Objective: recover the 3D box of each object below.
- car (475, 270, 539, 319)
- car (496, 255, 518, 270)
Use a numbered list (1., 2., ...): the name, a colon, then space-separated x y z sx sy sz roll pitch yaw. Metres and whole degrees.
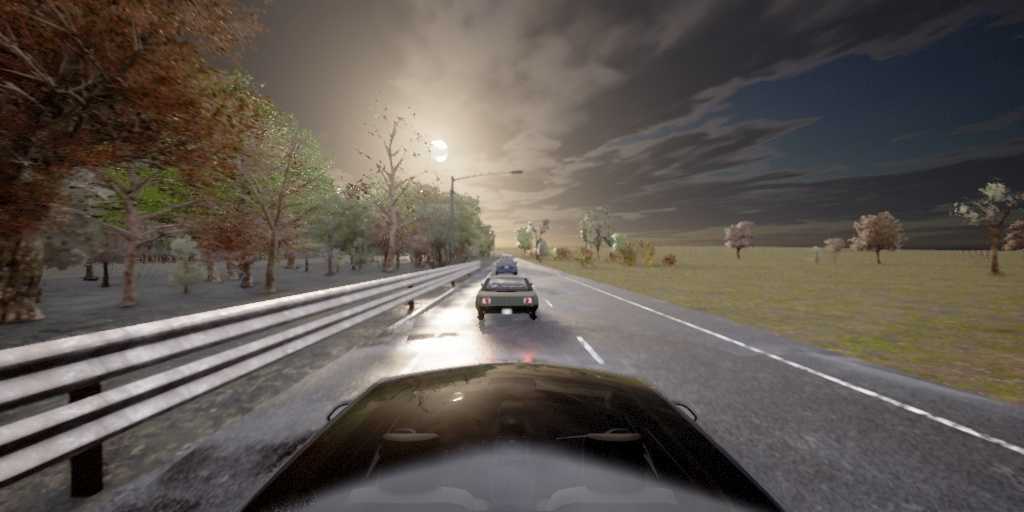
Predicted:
1. car: -0.176 1.328 12.662 1.895 1.301 4.718 0 0 -1
2. car: -0.523 1.034 35.555 2.097 1.767 4.553 0 0 -1
